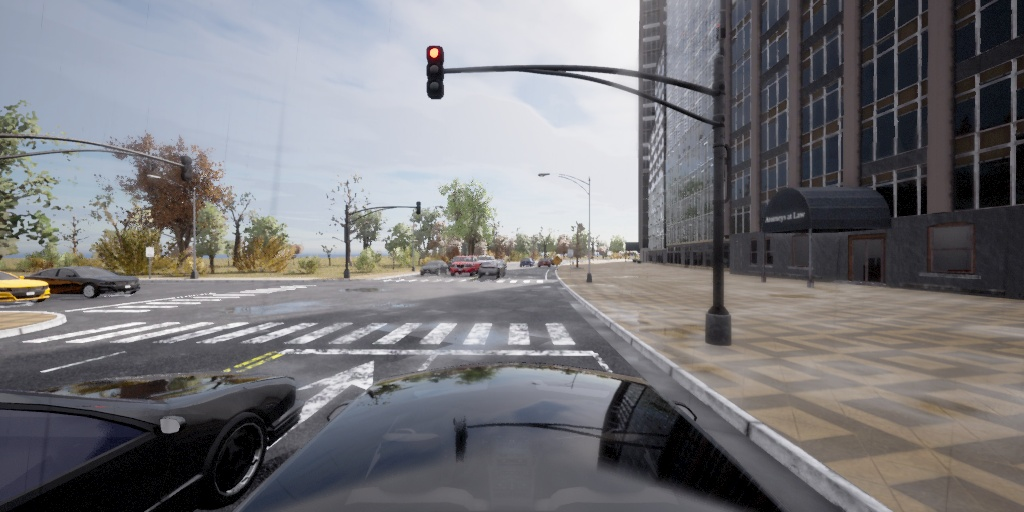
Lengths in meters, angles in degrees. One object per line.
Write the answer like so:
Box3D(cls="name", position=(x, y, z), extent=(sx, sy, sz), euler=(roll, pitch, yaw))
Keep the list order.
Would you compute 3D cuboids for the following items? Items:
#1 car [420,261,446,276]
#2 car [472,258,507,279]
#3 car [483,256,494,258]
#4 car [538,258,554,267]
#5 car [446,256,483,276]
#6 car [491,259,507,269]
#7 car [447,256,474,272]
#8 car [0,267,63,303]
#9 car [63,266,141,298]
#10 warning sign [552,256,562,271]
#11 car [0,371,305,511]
Box3D(cls="car", position=(-7.943, 1.252, 37.071), extent=(1.837, 1.490, 4.892), euler=(0, 0, 6))
Box3D(cls="car", position=(-1.757, 1.240, 32.206), extent=(2.128, 1.511, 4.902), euler=(0, 0, 7))
Box3D(cls="car", position=(-3.541, 0.971, 47.080), extent=(2.150, 2.045, 5.566), euler=(0, 0, 8))
Box3D(cls="car", position=(5.996, 1.113, 64.892), extent=(2.097, 1.767, 4.553), euler=(0, 0, 10))
Box3D(cls="car", position=(-4.751, 0.970, 36.782), extent=(2.150, 2.045, 5.566), euler=(0, 0, 4))
Box3D(cls="car", position=(-2.048, 1.279, 57.436), extent=(1.812, 1.442, 4.674), euler=(0, 0, 9))
Box3D(cls="car", position=(-6.749, 0.970, 47.614), extent=(2.150, 2.045, 5.566), euler=(0, 0, 7))
Box3D(cls="car", position=(-22.467, 1.289, 14.987), extent=(5.008, 1.535, 1.882), euler=(0, 0, 3))
Box3D(cls="car", position=(-21.823, 1.275, 18.208), extent=(5.008, 1.535, 1.882), euler=(0, 0, 4))
Box3D(cls="warning sign", position=(5.544, 0.869, 43.990), extent=(1.300, 1.860, 1.060), euler=(0, 0, 7))
Box3D(cls="car", position=(-3.128, 1.297, 1.295), extent=(2.033, 1.411, 5.357), euler=(0, 0, 1))
